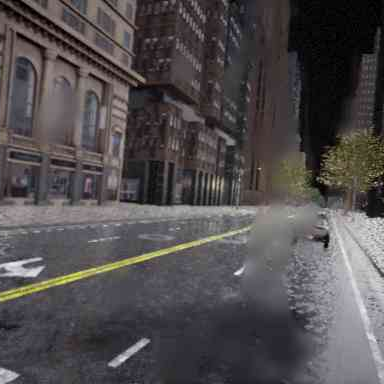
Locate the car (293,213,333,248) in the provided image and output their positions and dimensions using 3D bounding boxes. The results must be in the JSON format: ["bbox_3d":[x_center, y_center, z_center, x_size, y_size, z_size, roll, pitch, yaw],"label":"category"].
[{"bbox_3d":[7.111,2.250,19.577,2.128,1.511,4.902,4,-1,22],"label":"car"}]

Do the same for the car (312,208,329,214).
[{"bbox_3d":[16.638,3.251,42.723,1.837,1.490,4.892,4,-1,22],"label":"car"}]
